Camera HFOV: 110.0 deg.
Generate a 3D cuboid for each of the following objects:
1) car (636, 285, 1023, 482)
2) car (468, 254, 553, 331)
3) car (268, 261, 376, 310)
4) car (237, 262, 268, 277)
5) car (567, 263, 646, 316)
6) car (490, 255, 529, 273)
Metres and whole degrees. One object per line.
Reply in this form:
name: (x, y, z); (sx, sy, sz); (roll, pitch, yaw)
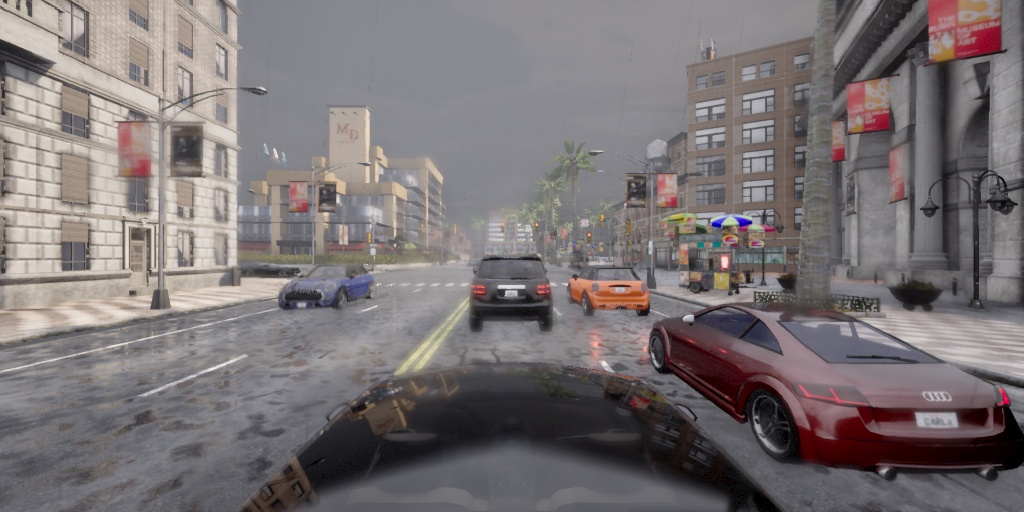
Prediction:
car: (3.478, 1.314, 4.938); (1.994, 1.385, 4.181); (0, 0, 0)
car: (-0.043, 0.971, 11.085); (2.150, 2.045, 5.566); (0, 0, -1)
car: (-7.272, 1.102, 14.583); (2.097, 1.767, 4.553); (0, 0, -1)
car: (-22.669, 1.350, 33.834); (4.718, 1.301, 1.895); (0, 0, 0)
car: (3.432, 1.102, 13.570); (2.097, 1.767, 4.553); (0, 0, -1)
car: (-0.254, 0.971, 45.595); (2.150, 2.045, 5.566); (1, 0, 35)
